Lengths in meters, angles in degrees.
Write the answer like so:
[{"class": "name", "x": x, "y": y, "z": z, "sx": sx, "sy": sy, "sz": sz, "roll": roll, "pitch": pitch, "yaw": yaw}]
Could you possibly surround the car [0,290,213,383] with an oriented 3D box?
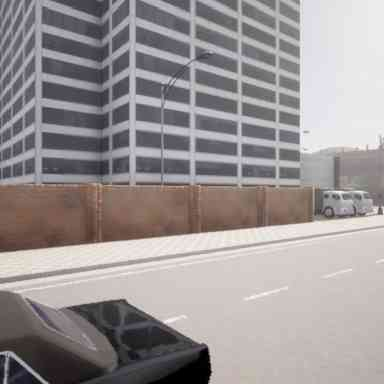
[{"class": "car", "x": -2.201, "y": 1.601, "z": 2.330, "sx": 4.718, "sy": 1.301, "sz": 1.895, "roll": 0, "pitch": 0, "yaw": -38}]
